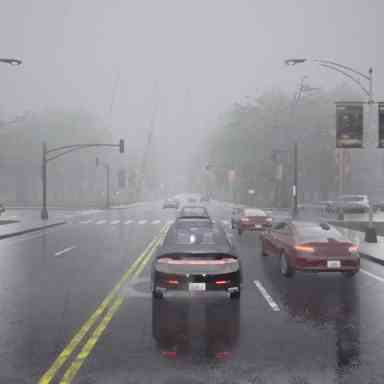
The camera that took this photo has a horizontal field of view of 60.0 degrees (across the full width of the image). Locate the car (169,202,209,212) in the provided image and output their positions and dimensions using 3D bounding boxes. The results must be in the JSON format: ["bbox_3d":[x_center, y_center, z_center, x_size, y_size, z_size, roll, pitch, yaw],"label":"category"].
[{"bbox_3d":[0.084,1.517,17.829,2.128,1.511,4.902,0,0,0],"label":"car"}]

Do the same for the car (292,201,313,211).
[{"bbox_3d":[14.826,1.772,40.736,4.718,1.301,1.895,0,0,0],"label":"car"}]

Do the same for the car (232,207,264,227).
[{"bbox_3d":[3.342,1.555,18.947,1.812,1.442,4.674,0,0,1],"label":"car"}]

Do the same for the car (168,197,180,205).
[{"bbox_3d":[-3.364,1.781,63.892,2.033,1.411,5.357,0,0,0],"label":"car"}]

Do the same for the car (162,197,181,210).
[{"bbox_3d":[-2.978,1.679,44.818,1.994,1.385,4.181,0,-1,-7],"label":"car"}]

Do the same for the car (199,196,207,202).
[{"bbox_3d":[3.157,1.953,92.921,2.033,1.411,5.357,0,-1,0],"label":"car"}]

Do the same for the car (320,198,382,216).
[{"bbox_3d":[16.262,1.659,34.221,4.902,1.511,2.128,0,0,1],"label":"car"}]

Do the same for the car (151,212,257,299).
[{"bbox_3d":[0.092,1.496,8.421,2.128,1.511,4.902,0,0,0],"label":"car"}]

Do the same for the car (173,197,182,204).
[{"bbox_3d":[-3.323,1.858,74.646,1.812,1.442,4.674,0,-1,0],"label":"car"}]

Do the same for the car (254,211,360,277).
[{"bbox_3d":[3.336,1.533,10.138,1.812,1.442,4.674,0,0,0],"label":"car"}]

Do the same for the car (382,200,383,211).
[{"bbox_3d":[23.958,1.695,40.817,5.008,1.535,1.882,0,0,0],"label":"car"}]

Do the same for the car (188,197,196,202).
[{"bbox_3d":[-0.081,1.893,82.464,1.882,1.535,5.008,0,-1,0],"label":"car"}]

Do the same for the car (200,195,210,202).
[{"bbox_3d":[3.169,1.643,82.534,2.150,2.045,5.566,0,-1,0],"label":"car"}]

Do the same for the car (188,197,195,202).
[{"bbox_3d":[-0.093,1.965,92.918,1.994,1.385,4.181,0,-1,0],"label":"car"}]

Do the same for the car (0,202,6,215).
[{"bbox_3d":[-20.171,1.224,30.493,5.566,2.045,2.150,0,0,-1],"label":"car"}]

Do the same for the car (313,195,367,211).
[{"bbox_3d":[17.070,1.399,37.512,5.566,2.045,2.150,0,0,-1],"label":"car"}]
